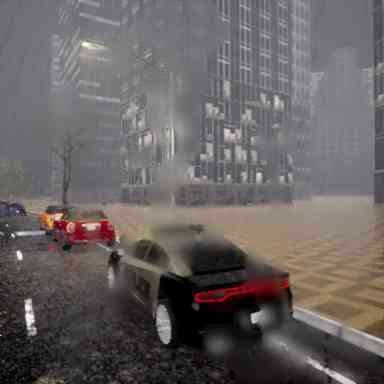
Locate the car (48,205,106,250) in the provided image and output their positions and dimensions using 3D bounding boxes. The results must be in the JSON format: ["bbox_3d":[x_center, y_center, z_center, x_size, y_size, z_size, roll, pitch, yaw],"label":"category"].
[{"bbox_3d":[-5.167,1.512,15.467,2.097,1.767,4.553,0,-1,-30],"label":"car"}]

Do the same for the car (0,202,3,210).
[{"bbox_3d":[-27.427,2.133,48.562,1.812,1.442,4.674,0,-1,-36],"label":"car"}]

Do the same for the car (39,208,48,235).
[{"bbox_3d":[-8.219,1.577,20.742,2.097,1.767,4.553,0,-1,-31],"label":"car"}]

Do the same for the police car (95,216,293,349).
[{"bbox_3d":[-0.334,1.480,6.690,1.930,1.638,5.238,0,-1,-28],"label":"police car"}]

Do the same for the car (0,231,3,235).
[{"bbox_3d":[-6.697,1.632,9.671,1.837,1.490,4.892,0,-1,-29],"label":"car"}]

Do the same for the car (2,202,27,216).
[{"bbox_3d":[-20.277,1.988,38.218,1.812,1.442,4.674,0,0,-34],"label":"car"}]
